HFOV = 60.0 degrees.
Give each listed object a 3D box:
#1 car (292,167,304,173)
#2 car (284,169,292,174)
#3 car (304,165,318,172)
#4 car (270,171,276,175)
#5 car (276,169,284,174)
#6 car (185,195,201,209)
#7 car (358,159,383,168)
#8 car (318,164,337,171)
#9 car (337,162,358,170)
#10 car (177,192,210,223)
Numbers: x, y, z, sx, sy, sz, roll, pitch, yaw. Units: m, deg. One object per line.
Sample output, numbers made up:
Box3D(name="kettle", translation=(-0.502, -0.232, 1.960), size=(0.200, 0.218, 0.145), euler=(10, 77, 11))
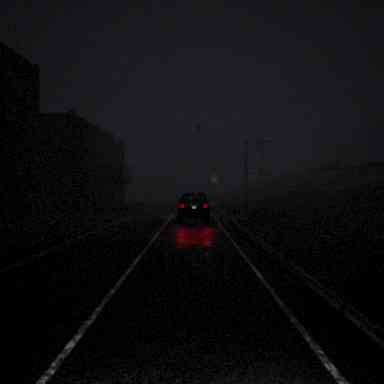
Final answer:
Box3D(name="car", translation=(22.503, -4.274, 66.446), size=(2.097, 1.535, 5.008), euler=(0, 1, -4))
Box3D(name="car", translation=(22.155, -4.377, 71.982), size=(2.002, 1.452, 4.674), euler=(0, 1, -2))
Box3D(name="car", translation=(22.966, -4.257, 60.940), size=(2.185, 1.767, 4.553), euler=(0, 1, -5))
Box3D(name="car", translation=(21.803, -4.676, 83.040), size=(2.231, 1.521, 4.892), euler=(0, 1, -1))
Box3D(name="car", translation=(21.926, -4.556, 77.523), size=(2.231, 1.521, 4.892), euler=(0, 1, -1))
Box3D(name="car", translation=(0.136, 1.202, 41.225), size=(1.812, 1.442, 4.674), euler=(0, 1, 0))
Box3D(name="car", translation=(25.080, -3.700, 44.416), size=(2.231, 1.521, 4.892), euler=(0, 1, -8))
Box3D(name="car", translation=(23.582, -3.954, 55.250), size=(2.163, 1.488, 4.792), euler=(0, 1, -6))
Box3D(name="car", translation=(24.279, -3.802, 49.777), size=(2.002, 1.452, 4.674), euler=(0, 1, -7))
Box3D(name="car", translation=(0.121, 1.036, 23.752), size=(2.150, 2.045, 5.566), euler=(0, 1, 0))
